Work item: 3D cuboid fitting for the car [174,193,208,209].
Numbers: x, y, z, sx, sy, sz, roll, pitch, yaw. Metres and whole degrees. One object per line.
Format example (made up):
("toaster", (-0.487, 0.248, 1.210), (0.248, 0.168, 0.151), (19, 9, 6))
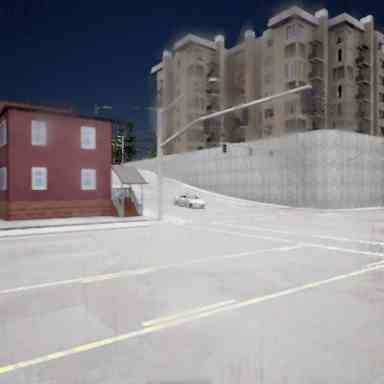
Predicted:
("car", (-0.239, 0.943, 35.664), (1.812, 1.442, 4.674), (0, 6, -36))
